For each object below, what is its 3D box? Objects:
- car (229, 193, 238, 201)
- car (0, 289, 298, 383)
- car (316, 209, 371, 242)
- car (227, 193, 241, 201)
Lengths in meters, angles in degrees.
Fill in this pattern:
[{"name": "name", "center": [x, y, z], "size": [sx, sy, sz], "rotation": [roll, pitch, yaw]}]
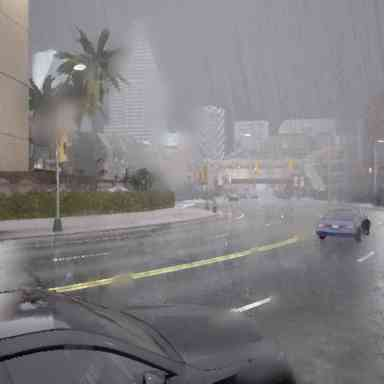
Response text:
[{"name": "car", "center": [10.797, 1.289, 87.333], "size": [2.185, 1.767, 4.553], "rotation": [0, 0, 7]}, {"name": "car", "center": [-1.206, 1.523, 2.448], "size": [4.674, 1.442, 1.812], "rotation": [0, 0, -36]}, {"name": "car", "center": [7.603, 1.538, 16.500], "size": [2.033, 1.411, 5.357], "rotation": [0, 0, 34]}, {"name": "car", "center": [10.165, 1.419, 80.938], "size": [2.097, 1.535, 5.008], "rotation": [0, 0, 7]}]
